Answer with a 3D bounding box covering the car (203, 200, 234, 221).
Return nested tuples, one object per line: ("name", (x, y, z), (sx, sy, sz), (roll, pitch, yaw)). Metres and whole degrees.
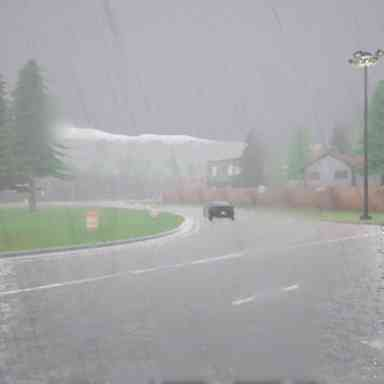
("car", (2.042, 1.369, 26.581), (1.882, 1.535, 5.008), (0, 0, -5))
